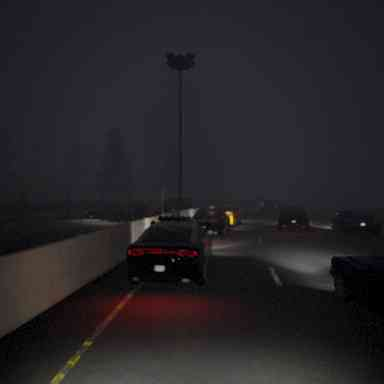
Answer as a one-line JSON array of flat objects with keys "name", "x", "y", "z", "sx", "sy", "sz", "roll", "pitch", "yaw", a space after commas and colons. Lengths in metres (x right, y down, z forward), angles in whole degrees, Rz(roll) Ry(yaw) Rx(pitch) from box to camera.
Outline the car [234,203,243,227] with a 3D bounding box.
[{"name": "car", "x": 2.521, "y": 1.724, "z": 24.912, "sx": 1.882, "sy": 1.535, "sz": 5.008, "roll": 0, "pitch": -1, "yaw": 16}]

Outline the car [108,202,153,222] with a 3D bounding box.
[{"name": "car", "x": -5.529, "y": 1.776, "z": 30.708, "sx": 1.882, "sy": 1.535, "sz": 5.008, "roll": 0, "pitch": -1, "yaw": 18}]

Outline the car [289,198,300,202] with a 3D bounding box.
[{"name": "car", "x": 15.839, "y": 1.870, "z": 51.821, "sx": 2.097, "sy": 1.767, "sz": 4.553, "roll": 0, "pitch": -1, "yaw": 36}]

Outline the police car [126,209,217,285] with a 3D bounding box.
[{"name": "police car", "x": -0.429, "y": 1.524, "z": 9.993, "sx": 1.930, "sy": 1.638, "sz": 5.238, "roll": 0, "pitch": -1, "yaw": 7}]

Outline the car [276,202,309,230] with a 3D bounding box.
[{"name": "car", "x": 6.955, "y": 1.707, "z": 22.955, "sx": 1.882, "sy": 1.535, "sz": 5.008, "roll": 0, "pitch": -1, "yaw": 15}]

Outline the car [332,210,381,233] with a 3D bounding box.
[{"name": "car", "x": 9.833, "y": 1.768, "z": 20.149, "sx": 1.994, "sy": 1.385, "sz": 4.181, "roll": 0, "pitch": -1, "yaw": 13}]

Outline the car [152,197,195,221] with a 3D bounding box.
[{"name": "car", "x": -1.605, "y": 1.531, "z": 31.607, "sx": 2.150, "sy": 2.045, "sz": 5.566, "roll": 0, "pitch": -1, "yaw": 19}]

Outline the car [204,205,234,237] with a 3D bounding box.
[{"name": "car", "x": 1.131, "y": 1.669, "z": 19.333, "sx": 1.882, "sy": 1.535, "sz": 5.008, "roll": 0, "pitch": -1, "yaw": 12}]

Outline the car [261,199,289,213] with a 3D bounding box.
[{"name": "car", "x": 10.394, "y": 1.771, "z": 42.158, "sx": 2.097, "sy": 1.767, "sz": 4.553, "roll": 0, "pitch": -1, "yaw": 29}]

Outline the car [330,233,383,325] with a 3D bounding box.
[{"name": "car", "x": 3.911, "y": 1.657, "z": 5.423, "sx": 1.895, "sy": 1.301, "sz": 4.718, "roll": 0, "pitch": -1, "yaw": 4}]

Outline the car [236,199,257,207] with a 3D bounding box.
[{"name": "car", "x": 11.294, "y": 2.205, "z": 68.812, "sx": 2.128, "sy": 1.511, "sz": 4.902, "roll": 0, "pitch": -1, "yaw": 38}]

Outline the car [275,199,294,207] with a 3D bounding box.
[{"name": "car", "x": 18.609, "y": 2.164, "z": 66.644, "sx": 1.837, "sy": 1.490, "sz": 4.892, "roll": 0, "pitch": -1, "yaw": 41}]

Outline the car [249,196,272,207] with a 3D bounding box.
[{"name": "car", "x": 13.628, "y": 1.879, "z": 66.130, "sx": 2.150, "sy": 2.045, "sz": 5.566, "roll": -1, "pitch": -1, "yaw": 39}]
